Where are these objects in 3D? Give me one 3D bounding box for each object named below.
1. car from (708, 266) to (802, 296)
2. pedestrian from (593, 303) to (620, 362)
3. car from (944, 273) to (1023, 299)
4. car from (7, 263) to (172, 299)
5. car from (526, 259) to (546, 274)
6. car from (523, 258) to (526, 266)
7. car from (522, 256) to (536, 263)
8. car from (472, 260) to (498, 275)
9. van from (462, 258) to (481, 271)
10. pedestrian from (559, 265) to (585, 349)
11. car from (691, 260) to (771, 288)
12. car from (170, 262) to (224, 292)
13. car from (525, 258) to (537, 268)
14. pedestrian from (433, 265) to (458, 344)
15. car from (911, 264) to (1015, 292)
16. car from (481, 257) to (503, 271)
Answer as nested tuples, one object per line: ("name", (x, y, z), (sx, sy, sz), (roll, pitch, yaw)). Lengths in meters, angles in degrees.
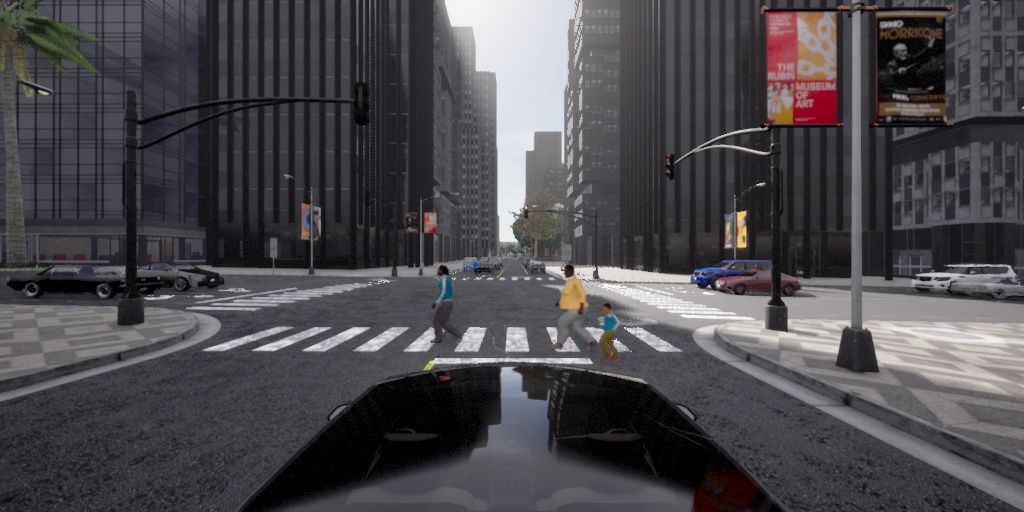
("car", (14.846, 1.575, 21.713), (4.674, 1.442, 1.812), (1, 0, 0))
("pedestrian", (1.875, 1.423, 6.755), (0.500, 1.100, 0.500), (0, 0, 0))
("car", (29.762, 1.930, 21.647), (4.718, 1.301, 1.895), (1, 0, 0))
("car", (-17.759, 1.051, 15.148), (4.718, 1.301, 1.895), (1, 0, 0))
("car", (2.993, 1.300, 41.784), (2.007, 1.370, 4.403), (0, 0, 1))
("car", (3.104, 1.301, 52.809), (2.007, 1.370, 4.403), (0, 0, 1))
("car", (3.160, 1.067, 58.322), (2.192, 1.841, 5.009), (0, 0, 1))
("car", (-2.890, 1.350, 39.000), (1.895, 1.301, 4.718), (0, 0, 1))
("van", (-5.476, 1.091, 47.380), (1.690, 1.789, 3.998), (0, 0, 1))
("pedestrian", (1.248, 1.043, 7.473), (0.375, 1.860, 0.375), (0, 0, 0))
("car", (15.534, 1.290, 24.954), (5.566, 2.045, 2.150), (1, 0, 0))
("car", (-17.345, 1.027, 18.397), (4.181, 1.385, 1.994), (1, 0, 0))
("car", (3.050, 1.275, 47.467), (1.751, 1.417, 4.829), (0, 0, 1))
("pedestrian", (-1.489, 1.043, 8.081), (0.375, 1.860, 0.375), (0, 0, 0))
("car", (31.367, 1.582, 24.891), (5.566, 2.045, 2.150), (0, 0, 0))
("car", (-2.768, 1.106, 50.657), (2.097, 1.767, 4.553), (0, 0, 1))
